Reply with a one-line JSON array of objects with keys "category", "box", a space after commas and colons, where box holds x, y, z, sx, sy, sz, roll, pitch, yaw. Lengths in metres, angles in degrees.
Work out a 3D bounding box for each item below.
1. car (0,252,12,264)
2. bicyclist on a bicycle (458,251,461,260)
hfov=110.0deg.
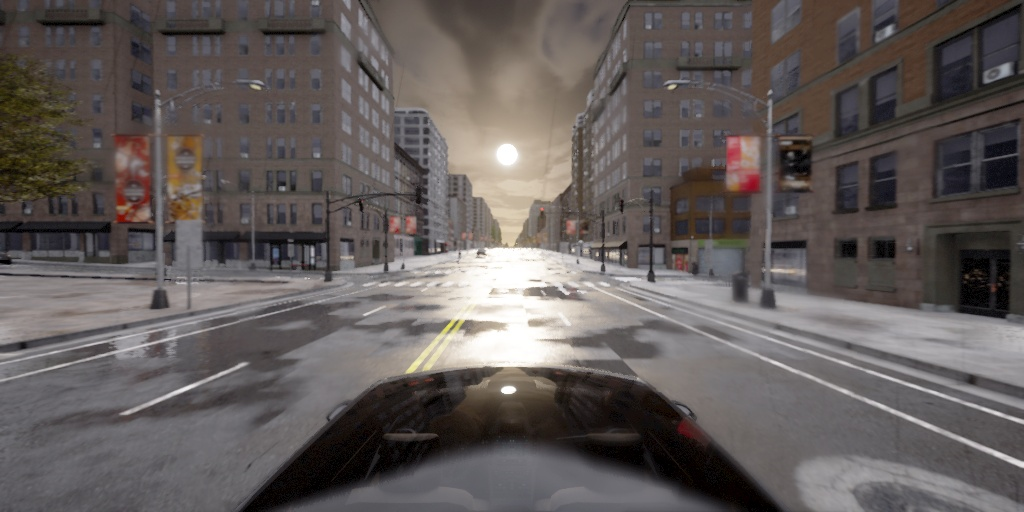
[{"category": "car", "box": [-46.114, 0.011, 30.840, 4.181, 1.385, 1.994, 3, 1, 0]}, {"category": "bicyclist on a bicycle", "box": [-8.771, -0.024, 59.924, 0.659, 1.776, 1.843, 0, 2, 0]}]
